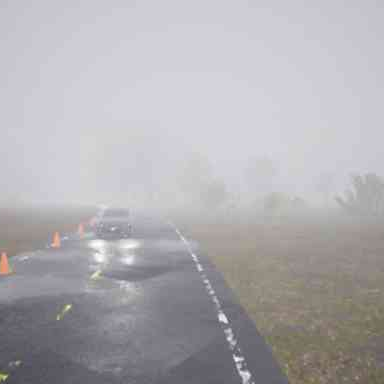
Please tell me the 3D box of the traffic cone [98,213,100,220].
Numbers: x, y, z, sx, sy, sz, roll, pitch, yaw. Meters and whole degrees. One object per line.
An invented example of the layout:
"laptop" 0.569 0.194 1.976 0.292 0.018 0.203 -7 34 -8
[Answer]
"traffic cone" -8.104 2.177 29.161 0.340 0.580 0.340 0 0 -11

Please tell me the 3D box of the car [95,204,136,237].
"car" -4.318 1.650 19.175 1.837 1.490 4.892 0 0 -8

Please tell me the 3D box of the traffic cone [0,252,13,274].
"traffic cone" -5.429 2.034 9.632 0.340 0.580 0.340 0 0 -5

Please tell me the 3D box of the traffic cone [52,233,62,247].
"traffic cone" -5.908 2.070 14.539 0.340 0.580 0.340 0 0 -6

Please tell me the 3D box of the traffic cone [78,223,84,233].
"traffic cone" -6.514 2.105 19.431 0.340 0.580 0.340 0 0 -8

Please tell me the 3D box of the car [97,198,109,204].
"car" -19.213 2.026 71.844 2.128 1.511 4.902 0 0 -24

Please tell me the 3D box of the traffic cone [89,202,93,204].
"traffic cone" -21.361 2.491 71.400 0.340 0.580 0.340 0 0 -24
